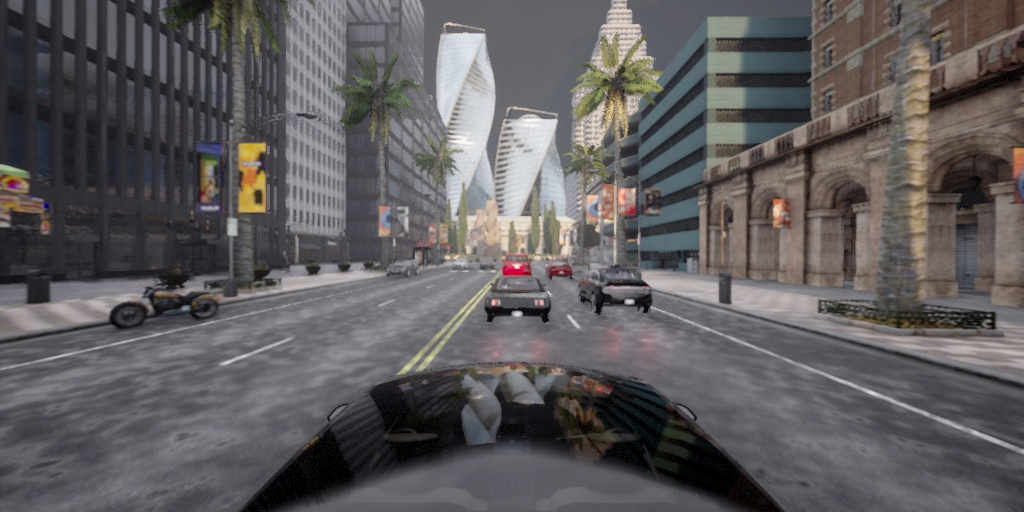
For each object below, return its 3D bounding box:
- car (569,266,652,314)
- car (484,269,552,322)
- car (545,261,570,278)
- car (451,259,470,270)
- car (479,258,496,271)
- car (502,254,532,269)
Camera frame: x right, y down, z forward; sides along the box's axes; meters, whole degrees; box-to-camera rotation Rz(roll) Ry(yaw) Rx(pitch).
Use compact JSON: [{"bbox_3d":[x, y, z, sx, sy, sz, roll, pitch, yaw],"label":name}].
[{"bbox_3d":[3.712,1.209,13.633,2.128,1.511,4.902,0,0,1],"label":"car"},{"bbox_3d":[0.189,1.307,12.141,1.895,1.301,4.718,0,0,1],"label":"car"},{"bbox_3d":[3.913,1.124,30.445,1.882,1.535,5.008,0,0,1],"label":"car"},{"bbox_3d":[-6.567,1.054,46.207,1.812,1.442,4.674,0,0,1],"label":"car"},{"bbox_3d":[-3.078,1.053,45.653,1.837,1.490,4.892,0,0,1],"label":"car"},{"bbox_3d":[0.381,0.860,27.927,2.150,2.045,5.566,0,0,1],"label":"car"}]
